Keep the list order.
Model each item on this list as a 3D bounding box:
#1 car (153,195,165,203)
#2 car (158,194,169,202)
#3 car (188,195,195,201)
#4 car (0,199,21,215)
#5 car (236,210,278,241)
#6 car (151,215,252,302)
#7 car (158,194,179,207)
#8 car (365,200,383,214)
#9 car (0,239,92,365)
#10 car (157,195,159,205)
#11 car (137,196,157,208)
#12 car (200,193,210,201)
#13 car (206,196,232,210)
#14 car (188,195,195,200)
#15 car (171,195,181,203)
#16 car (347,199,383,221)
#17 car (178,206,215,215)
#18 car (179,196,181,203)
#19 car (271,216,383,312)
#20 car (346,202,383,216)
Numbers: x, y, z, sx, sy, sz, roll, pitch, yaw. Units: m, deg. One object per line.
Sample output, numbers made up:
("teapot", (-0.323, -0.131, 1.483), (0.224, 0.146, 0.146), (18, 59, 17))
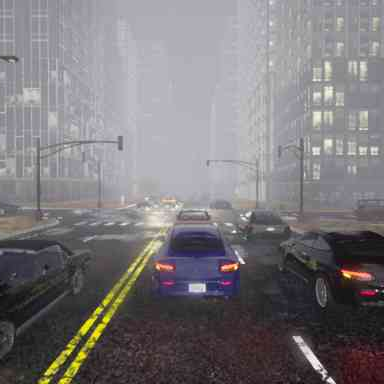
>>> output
("car", (-6.630, 1.448, 66.911), (1.837, 1.490, 4.892), (0, 0, 0))
("car", (-6.622, 1.285, 76.836), (2.097, 1.767, 4.553), (0, 0, 0))
("car", (-0.125, 1.467, 78.959), (2.033, 1.411, 5.357), (0, 0, 0))
("car", (-18.509, 1.358, 30.991), (4.892, 1.490, 1.837), (1, 1, 2))
("car", (3.329, 1.555, 16.159), (1.994, 1.385, 4.181), (0, 0, -1))
("car", (0.088, 1.522, 8.155), (1.812, 1.442, 4.674), (0, 0, 0))
("car", (-3.421, 1.442, 49.218), (1.882, 1.535, 5.008), (0, 0, 0))
("car", (21.754, 1.643, 36.199), (4.829, 1.417, 1.752), (1, 0, 1))
("car", (-3.354, 1.598, 5.830), (1.895, 1.301, 4.718), (0, 0, 0))
("car", (-6.672, 1.460, 57.557), (1.837, 1.490, 4.892), (0, 0, 0))
("car", (-6.673, 1.513, 47.819), (2.033, 1.411, 5.357), (0, 0, 0))
("car", (3.126, 1.144, 78.702), (2.150, 2.045, 5.566), (0, 0, 0))
("car", (3.520, 1.527, 41.315), (1.994, 1.385, 4.181), (0, 0, -11))
("car", (-0.141, 1.505, 89.114), (1.895, 1.301, 4.718), (0, 0, 0))
("car", (-3.360, 1.418, 69.124), (1.882, 1.535, 5.008), (0, 0, 0))
("car", (16.158, 1.520, 27.904), (5.009, 1.841, 2.192), (1, 0, 1))
("car", (0.075, 1.591, 17.321), (1.895, 1.301, 4.718), (0, 0, 0))
("car", (-3.420, 1.555, 58.596), (1.895, 1.301, 4.718), (0, 0, 0))
("car", (3.340, 1.522, 7.590), (1.812, 1.442, 4.674), (0, 0, 0))
("car", (18.344, 1.731, 33.655), (4.718, 1.301, 1.895), (0, 1, 1))
